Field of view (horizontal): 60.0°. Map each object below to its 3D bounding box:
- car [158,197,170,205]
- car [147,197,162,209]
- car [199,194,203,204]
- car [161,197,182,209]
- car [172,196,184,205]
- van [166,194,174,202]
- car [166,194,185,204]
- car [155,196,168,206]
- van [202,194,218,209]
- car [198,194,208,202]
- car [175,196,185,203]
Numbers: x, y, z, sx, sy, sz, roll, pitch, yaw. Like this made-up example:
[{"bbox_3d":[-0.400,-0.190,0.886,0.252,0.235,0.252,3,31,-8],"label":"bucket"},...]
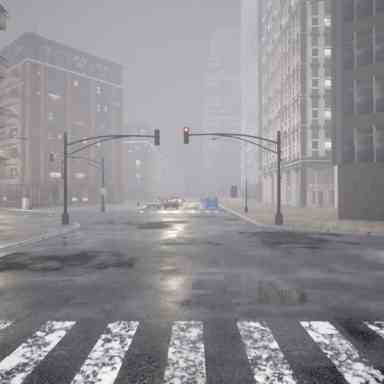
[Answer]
[{"bbox_3d":[-5.176,1.651,62.580,1.947,1.339,4.313,0,0,0],"label":"car"},{"bbox_3d":[-5.212,1.571,45.752,1.752,1.417,4.829,0,0,0],"label":"car"},{"bbox_3d":[2.716,1.645,68.114,1.887,1.381,4.507,0,0,0],"label":"car"},{"bbox_3d":[-2.730,1.645,45.051,1.895,1.301,4.718,0,0,0],"label":"car"},{"bbox_3d":[-2.657,1.580,64.017,2.128,1.511,4.902,0,0,1],"label":"car"},{"bbox_3d":[-5.139,1.475,79.236,1.690,1.788,3.998,0,0,0],"label":"van"},{"bbox_3d":[-2.705,1.415,54.177,2.097,1.767,4.553,0,0,0],"label":"car"},{"bbox_3d":[-5.188,1.510,57.028,1.967,1.590,4.097,0,0,0],"label":"car"},{"bbox_3d":[2.669,1.387,45.905,1.690,1.788,3.998,0,0,0],"label":"van"},{"bbox_3d":[2.752,1.468,84.773,2.192,1.841,5.009,0,0,0],"label":"car"},{"bbox_3d":[-2.589,1.669,73.899,1.994,1.385,4.181,0,0,0],"label":"car"}]
